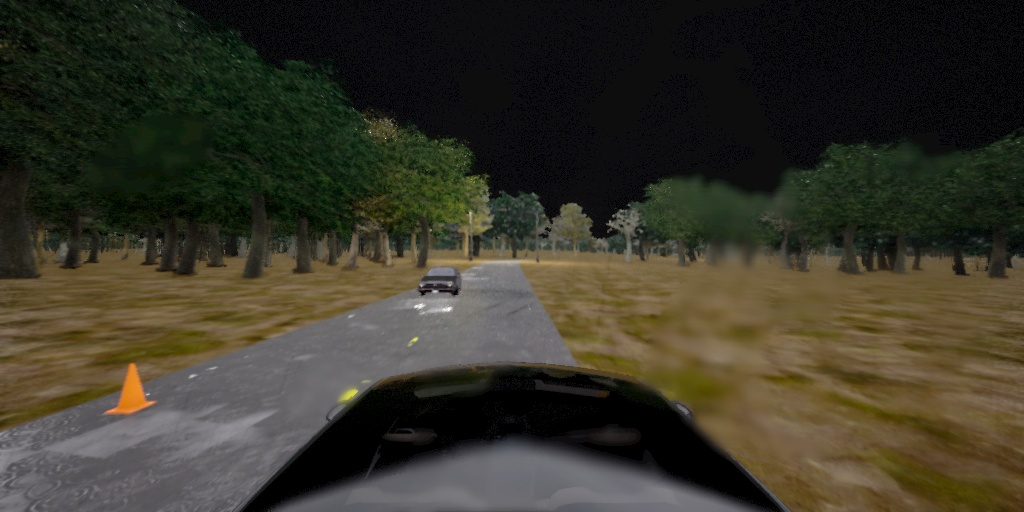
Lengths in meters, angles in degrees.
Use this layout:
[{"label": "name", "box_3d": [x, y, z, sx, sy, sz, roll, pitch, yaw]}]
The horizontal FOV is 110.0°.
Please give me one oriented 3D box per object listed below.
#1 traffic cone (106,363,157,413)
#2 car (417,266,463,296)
[{"label": "traffic cone", "box_3d": [-5.005, 1.707, 4.727, 0.340, 0.580, 0.340, 0, 0, 0]}, {"label": "car", "box_3d": [-3.694, 1.258, 19.244, 2.033, 1.411, 5.357, 0, 0, -3]}]
